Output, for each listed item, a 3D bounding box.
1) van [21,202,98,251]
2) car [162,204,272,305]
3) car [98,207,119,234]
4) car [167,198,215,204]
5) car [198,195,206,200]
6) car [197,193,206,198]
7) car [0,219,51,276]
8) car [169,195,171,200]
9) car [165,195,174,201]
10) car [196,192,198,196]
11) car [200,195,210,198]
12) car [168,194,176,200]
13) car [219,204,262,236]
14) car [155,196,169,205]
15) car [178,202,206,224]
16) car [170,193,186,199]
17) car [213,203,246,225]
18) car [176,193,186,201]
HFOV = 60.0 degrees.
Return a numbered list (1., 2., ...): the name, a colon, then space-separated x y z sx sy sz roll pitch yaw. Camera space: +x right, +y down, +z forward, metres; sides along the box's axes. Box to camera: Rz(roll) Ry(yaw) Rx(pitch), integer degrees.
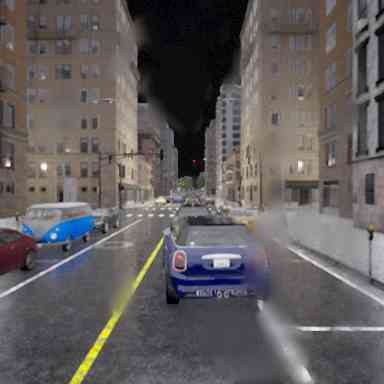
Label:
1. van: -5.385 1.337 13.702 1.690 1.788 3.998 0 0 0
2. car: 0.344 1.350 8.330 2.097 1.767 4.553 0 0 -6
3. car: -5.381 1.545 19.108 2.008 1.369 4.403 0 0 0
4. car: 0.086 1.348 16.188 2.097 1.767 4.553 0 0 0
5. car: 2.686 1.534 91.159 1.947 1.339 4.313 0 0 0
6. car: 2.677 1.417 74.114 1.967 1.590 4.097 0 0 0
7. car: -5.389 1.580 8.296 1.802 1.307 4.206 0 0 0
8. car: -5.352 1.545 68.434 1.947 1.339 4.313 0 0 0
9. car: -5.345 1.525 79.797 2.008 1.369 4.403 0 0 0
10. car: 2.683 1.286 85.478 2.192 1.841 5.009 0 0 0
11. car: 2.664 1.537 51.387 2.008 1.369 4.403 0 0 0
12. car: -5.339 1.408 91.159 1.967 1.590 4.097 0 0 0
13. car: 2.654 1.520 19.275 1.752 1.417 4.829 0 0 0
14. car: -5.358 1.510 56.902 1.752 1.417 4.829 0 0 0
15. car: 0.031 1.557 25.850 1.994 1.385 4.181 0 0 0
16. car: -2.736 1.458 66.245 1.882 1.535 5.008 0 0 1
17. car: 2.652 1.544 24.511 2.008 1.369 4.403 0 0 0
18. car: -2.706 1.193 82.015 2.150 2.045 5.566 0 0 0
